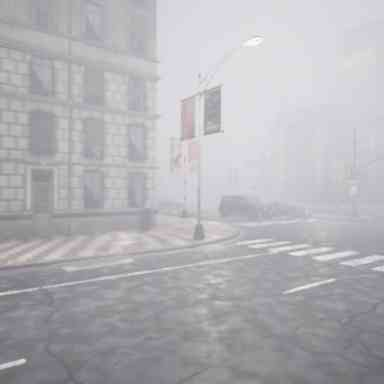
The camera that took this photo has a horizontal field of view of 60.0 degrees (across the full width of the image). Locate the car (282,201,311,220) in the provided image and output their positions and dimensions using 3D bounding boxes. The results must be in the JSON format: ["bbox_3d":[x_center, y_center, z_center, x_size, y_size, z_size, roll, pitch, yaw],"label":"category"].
[{"bbox_3d":[8.200,1.582,29.701,2.128,1.511,4.902,0,0,-36],"label":"car"}]

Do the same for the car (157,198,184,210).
[{"bbox_3d":[-2.855,1.568,45.058,1.882,1.535,5.008,0,0,-35],"label":"car"}]

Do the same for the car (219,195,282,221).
[{"bbox_3d":[4.616,1.298,28.533,2.150,2.045,5.566,0,0,-34],"label":"car"}]
